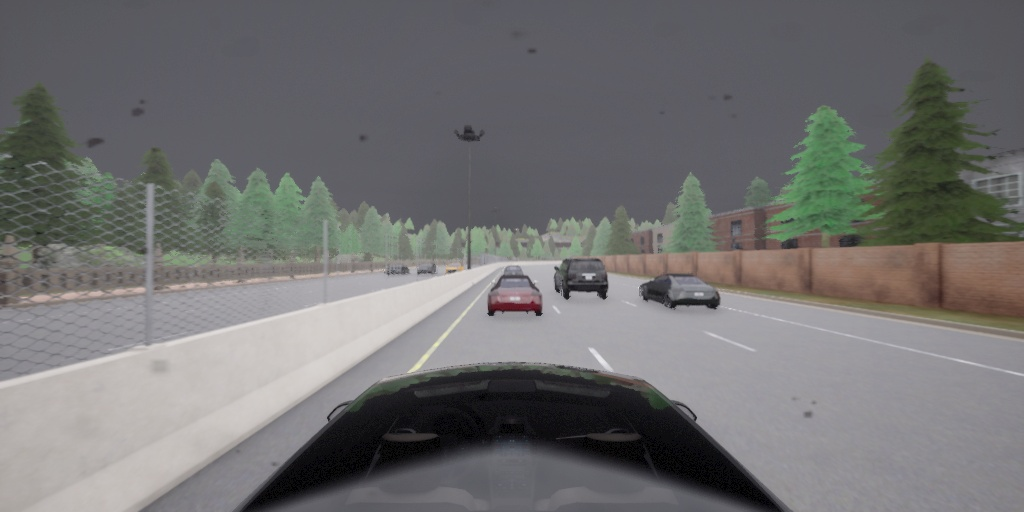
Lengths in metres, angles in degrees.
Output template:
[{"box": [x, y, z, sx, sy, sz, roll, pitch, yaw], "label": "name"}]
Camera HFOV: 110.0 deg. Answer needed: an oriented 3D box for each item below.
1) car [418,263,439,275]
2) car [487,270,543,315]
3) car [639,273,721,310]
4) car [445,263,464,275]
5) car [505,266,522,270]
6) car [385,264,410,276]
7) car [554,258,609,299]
[{"box": [-10.560, 1.648, 45.322, 1.837, 1.490, 4.892, 0, -1, 0], "label": "car"}, {"box": [0.103, 1.426, 14.111, 1.994, 1.385, 4.181, 0, 0, 0], "label": "car"}, {"box": [7.104, 1.442, 15.620, 1.994, 1.385, 4.181, 0, -1, 0], "label": "car"}, {"box": [-7.063, 1.617, 45.013, 1.882, 1.535, 5.008, 0, -1, 0], "label": "car"}, {"box": [0.110, 1.581, 33.078, 2.033, 1.411, 5.357, 0, 0, 0], "label": "car"}, {"box": [-14.063, 1.695, 44.279, 1.994, 1.385, 4.181, 0, -1, 0], "label": "car"}, {"box": [3.605, 1.135, 19.474, 2.150, 2.045, 5.566, 0, 0, 0], "label": "car"}]
